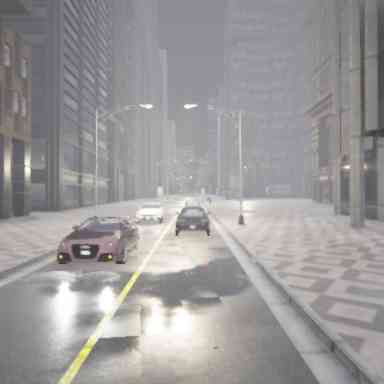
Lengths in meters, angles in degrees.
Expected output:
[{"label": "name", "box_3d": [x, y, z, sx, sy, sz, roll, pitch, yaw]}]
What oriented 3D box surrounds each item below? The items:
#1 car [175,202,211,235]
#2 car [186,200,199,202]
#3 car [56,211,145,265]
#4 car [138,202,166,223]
[{"label": "car", "box_3d": [0.052, 1.509, 18.396, 1.812, 1.442, 4.674, 0, 0, 0]}, {"label": "car", "box_3d": [0.091, 1.571, 36.604, 1.895, 1.301, 4.718, 0, 0, 0]}, {"label": "car", "box_3d": [-3.050, 1.555, 11.553, 1.994, 1.385, 4.181, 0, 0, 1]}, {"label": "car", "box_3d": [-3.005, 1.504, 25.178, 1.812, 1.442, 4.674, 0, 0, 0]}]
